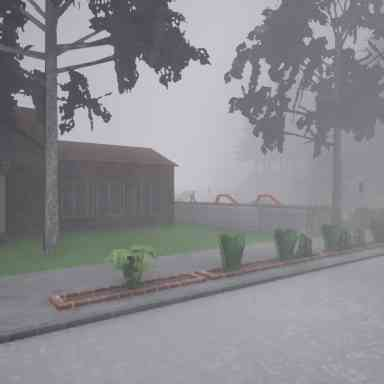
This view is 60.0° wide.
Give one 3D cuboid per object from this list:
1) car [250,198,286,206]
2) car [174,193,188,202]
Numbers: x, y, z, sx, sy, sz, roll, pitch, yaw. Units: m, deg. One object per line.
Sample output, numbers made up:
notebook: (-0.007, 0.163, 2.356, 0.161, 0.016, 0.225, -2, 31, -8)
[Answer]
car: (9.011, 1.505, 39.560, 1.837, 1.490, 4.892, 0, 0, -35)
car: (-2.972, 1.211, 56.572, 2.150, 2.045, 5.566, 0, 0, -35)
